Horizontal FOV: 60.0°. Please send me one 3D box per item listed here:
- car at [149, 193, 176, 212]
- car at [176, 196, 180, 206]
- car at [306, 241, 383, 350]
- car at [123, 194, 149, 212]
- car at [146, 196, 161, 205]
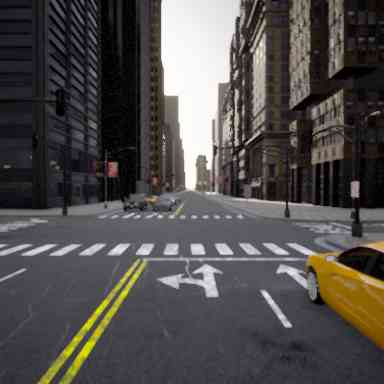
[{"bbox_3d":[-3.373,1.359,38.804,2.097,1.767,4.553,0,0,0],"label":"car"},{"bbox_3d":[-3.358,1.520,53.883,1.812,1.442,4.674,0,0,0],"label":"car"},{"bbox_3d":[3.347,1.483,5.127,1.882,1.535,5.008,0,0,0],"label":"car"},{"bbox_3d":[-6.627,1.225,39.439,2.150,2.045,5.566,0,0,0],"label":"car"},{"bbox_3d":[-6.581,1.470,57.494,1.882,1.535,5.008,0,0,0],"label":"car"}]
